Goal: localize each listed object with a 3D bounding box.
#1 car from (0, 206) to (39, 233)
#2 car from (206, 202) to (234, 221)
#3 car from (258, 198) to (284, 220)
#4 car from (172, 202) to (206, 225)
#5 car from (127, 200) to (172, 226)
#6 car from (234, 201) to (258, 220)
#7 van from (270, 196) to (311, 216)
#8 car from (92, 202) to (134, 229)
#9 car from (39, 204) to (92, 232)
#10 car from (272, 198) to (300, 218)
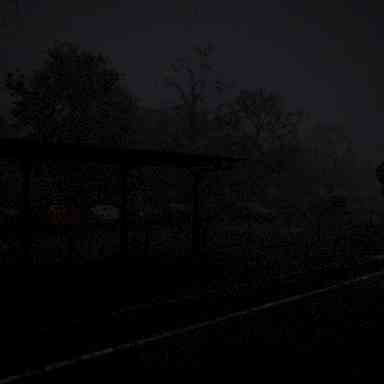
[{"bbox_3d":[-10.527,1.545,19.191,2.002,1.452,4.674,0,0,-36],"label":"car"},{"bbox_3d":[0.763,1.592,27.263,2.231,1.521,4.892,0,0,-36],"label":"car"},{"bbox_3d":[5.381,1.623,30.344,1.946,1.575,5.366,0,0,-36],"label":"car"},{"bbox_3d":[-1.501,1.573,25.658,2.097,1.535,5.008,0,0,-36],"label":"car"},{"bbox_3d":[-3.773,1.430,24.064,2.185,1.767,4.553,0,0,-36],"label":"car"},{"bbox_3d":[2.999,1.638,28.905,2.163,1.488,4.792,0,0,-36],"label":"car"},{"bbox_3d":[9.857,1.437,33.631,1.878,1.987,4.442,0,0,-36],"label":"van"},{"bbox_3d":[-6.012,1.579,22.422,2.002,1.452,4.674,0,0,-36],"label":"car"},{"bbox_3d":[-8.267,1.522,20.805,2.097,1.535,5.008,0,0,-36],"label":"car"},{"bbox_3d":[7.514,1.674,32.135,2.163,1.488,4.792,0,0,-36],"label":"car"}]
